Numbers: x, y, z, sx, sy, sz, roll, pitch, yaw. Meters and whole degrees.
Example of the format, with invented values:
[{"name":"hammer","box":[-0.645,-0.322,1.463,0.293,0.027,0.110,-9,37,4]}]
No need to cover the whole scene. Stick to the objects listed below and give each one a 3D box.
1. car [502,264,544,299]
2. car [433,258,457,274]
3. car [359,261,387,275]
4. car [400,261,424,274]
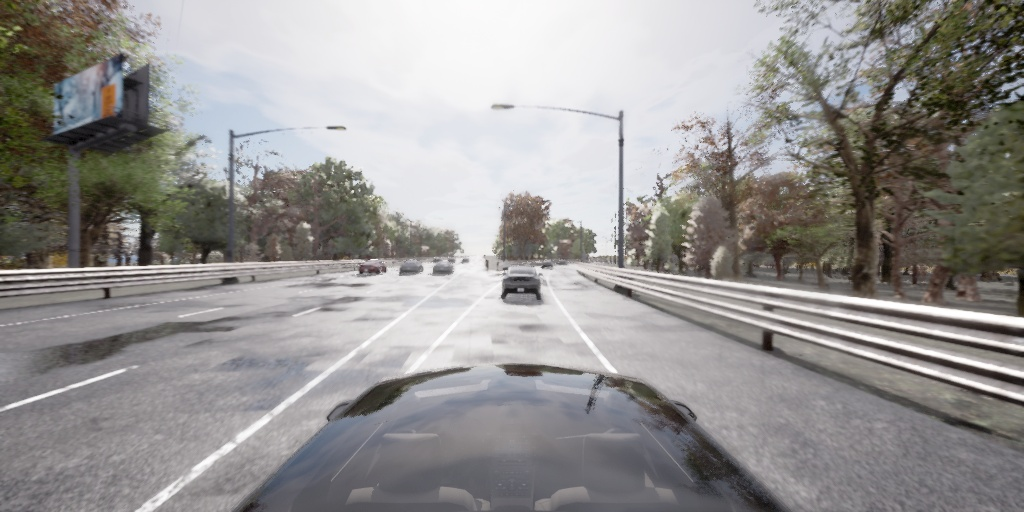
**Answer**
[{"name":"car","box":[0.522,1.266,18.329,1.837,1.490,4.892,0,0,3]},{"name":"car","box":[-7.455,1.267,39.260,1.994,1.385,4.181,0,0,-5]},{"name":"car","box":[-14.291,1.186,36.926,1.812,1.442,4.674,0,0,-5]},{"name":"car","box":[-10.987,1.245,39.488,1.994,1.385,4.181,0,0,-5]}]
